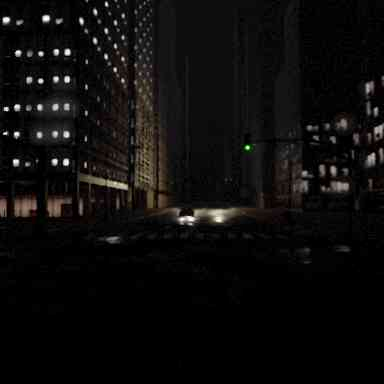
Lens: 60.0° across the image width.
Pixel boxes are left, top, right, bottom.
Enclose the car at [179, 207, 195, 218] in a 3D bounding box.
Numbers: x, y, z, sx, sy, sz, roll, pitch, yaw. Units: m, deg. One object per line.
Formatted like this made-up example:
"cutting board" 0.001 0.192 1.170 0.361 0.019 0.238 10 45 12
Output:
"car" -0.668 2.792 45.933 1.994 1.385 4.181 0 -1 3
